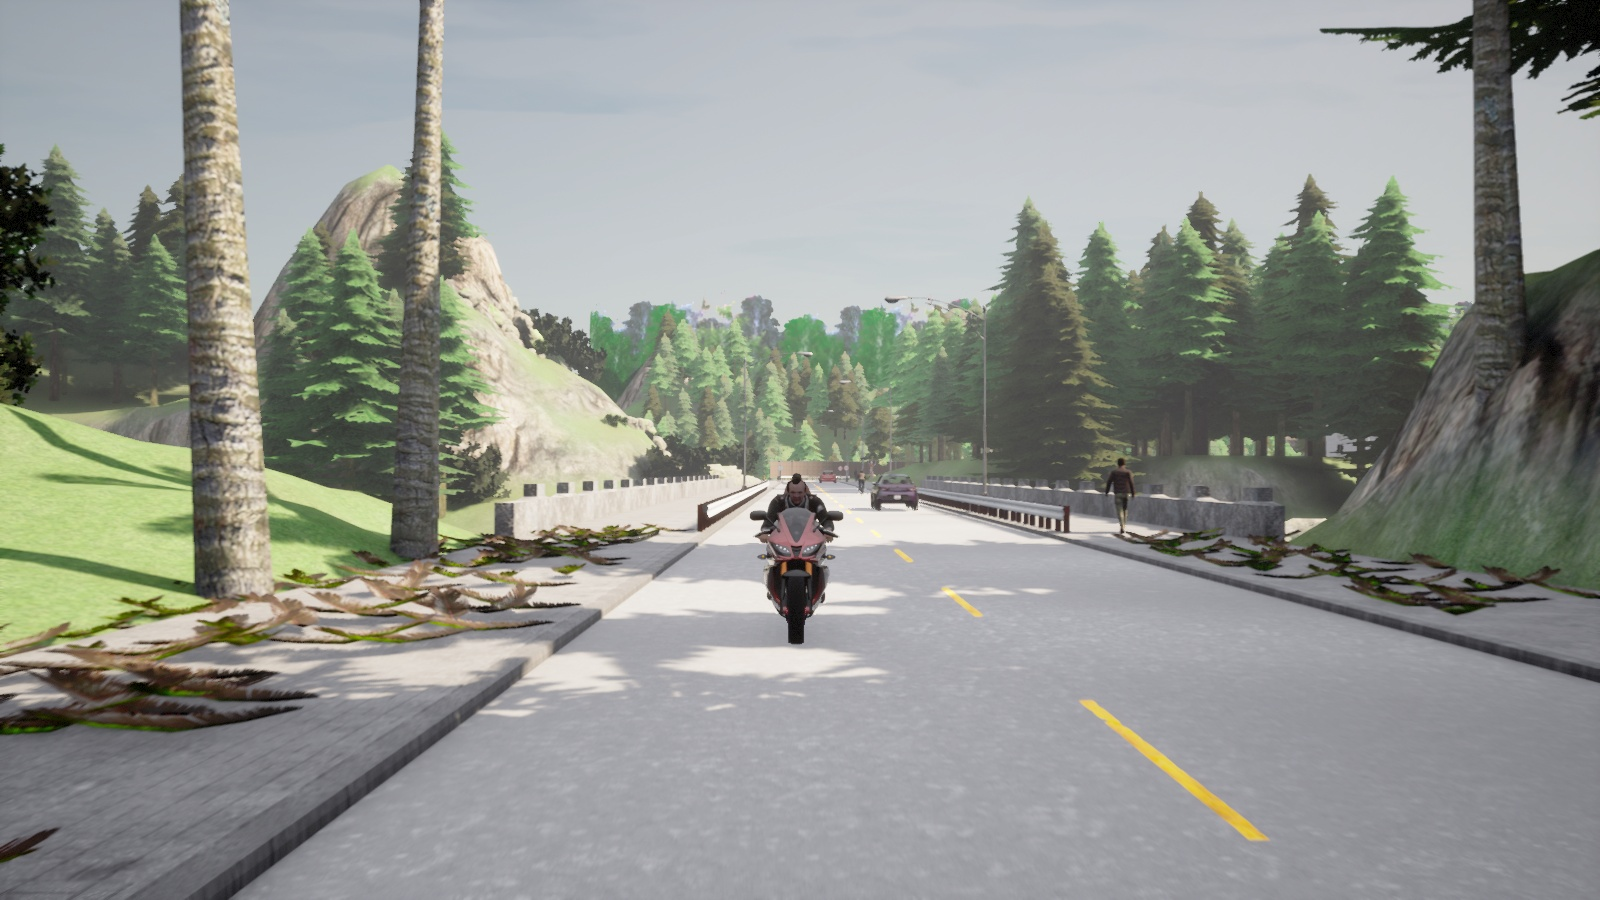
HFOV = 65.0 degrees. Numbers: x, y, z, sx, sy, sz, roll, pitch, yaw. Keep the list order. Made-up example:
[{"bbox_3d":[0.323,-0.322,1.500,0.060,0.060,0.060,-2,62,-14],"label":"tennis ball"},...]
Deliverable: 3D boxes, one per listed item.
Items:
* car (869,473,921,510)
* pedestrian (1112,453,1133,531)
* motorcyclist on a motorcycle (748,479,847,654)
[{"bbox_3d":[3.888,1.685,52.142,1.816,1.474,4.193,0,-1,0],"label":"car"},{"bbox_3d":[7.718,0.997,30.066,0.431,1.840,0.703,0,-1,12],"label":"pedestrian"},{"bbox_3d":[-0.026,1.054,12.221,0.866,1.530,2.191,0,-1,0],"label":"motorcyclist on a motorcycle"}]
